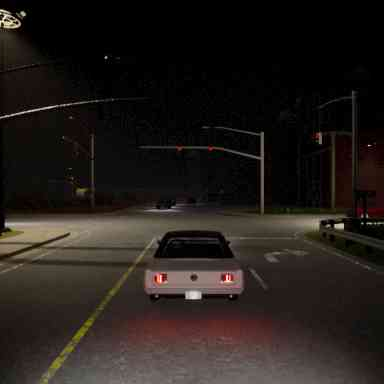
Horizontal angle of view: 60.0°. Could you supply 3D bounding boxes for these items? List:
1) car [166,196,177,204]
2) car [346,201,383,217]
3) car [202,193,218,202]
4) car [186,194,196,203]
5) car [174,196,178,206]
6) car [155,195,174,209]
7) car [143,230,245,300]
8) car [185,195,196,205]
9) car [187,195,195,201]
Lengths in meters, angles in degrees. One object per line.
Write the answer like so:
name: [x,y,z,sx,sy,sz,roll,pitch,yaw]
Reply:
car: [-3.759,1.503,62.550,1.837,1.490,4.892,0,0,0]
car: [15.043,1.504,26.732,5.008,1.535,1.882,0,0,1]
car: [3.937,1.144,72.888,1.905,1.878,3.866,-8,3,-42]
car: [-0.220,1.354,71.103,2.097,1.767,4.553,0,0,0]
car: [-3.753,1.352,53.405,2.097,1.767,4.553,0,0,0]
car: [-3.733,1.522,44.502,1.812,1.442,4.674,0,0,0]
car: [0.042,1.601,8.304,1.895,1.301,4.718,0,0,0]
car: [-0.177,1.504,57.105,1.837,1.490,4.892,0,0,0]
car: [-0.249,1.440,80.332,2.033,1.411,5.357,0,0,0]
